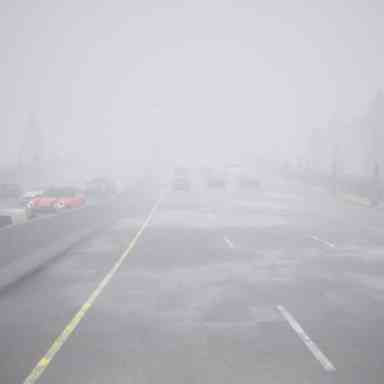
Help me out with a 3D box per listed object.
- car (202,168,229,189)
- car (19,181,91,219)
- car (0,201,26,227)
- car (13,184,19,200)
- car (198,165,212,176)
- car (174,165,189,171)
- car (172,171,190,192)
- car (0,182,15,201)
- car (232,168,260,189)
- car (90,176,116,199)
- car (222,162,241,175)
[{"bbox_3d":[2.415,-1.291,35.700,1.882,1.535,5.008,0,9,-2],"label":"car"},{"bbox_3d":[-7.747,0.485,19.360,2.097,1.767,4.553,0,5,-2],"label":"car"},{"bbox_3d":[-7.422,1.260,10.061,2.033,1.411,5.357,0,2,-2],"label":"car"},{"bbox_3d":[-11.362,0.130,25.411,1.812,1.442,4.674,0,6,-2],"label":"car"},{"bbox_3d":[2.000,-3.245,48.394,1.882,1.535,5.008,0,8,-2],"label":"car"},{"bbox_3d":[-1.535,-3.123,47.583,1.882,1.535,5.008,0,9,-1],"label":"car"},{"bbox_3d":[-1.111,-0.885,33.375,2.033,1.411,5.357,0,8,-2],"label":"car"},{"bbox_3d":[-14.953,0.038,25.570,2.128,1.511,4.902,0,6,-2],"label":"car"},{"bbox_3d":[5.917,-1.273,35.594,1.882,1.535,5.008,0,9,-2],"label":"car"},{"bbox_3d":[-8.049,-0.505,28.993,2.097,1.767,4.553,0,7,-1],"label":"car"},{"bbox_3d":[5.480,-3.184,46.335,2.150,2.045,5.566,0,9,-2],"label":"car"}]
